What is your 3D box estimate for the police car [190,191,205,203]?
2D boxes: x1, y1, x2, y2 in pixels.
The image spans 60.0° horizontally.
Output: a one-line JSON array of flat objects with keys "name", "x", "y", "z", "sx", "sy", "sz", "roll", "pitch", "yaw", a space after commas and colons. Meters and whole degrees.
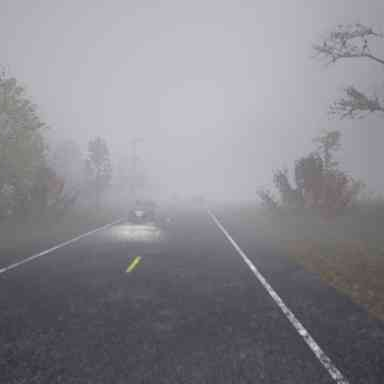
[{"name": "police car", "x": 1.035, "y": 0.978, "z": 54.543, "sx": 1.930, "sy": 1.638, "sz": 5.238, "roll": 0, "pitch": 1, "yaw": 0}]

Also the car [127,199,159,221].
[{"name": "car", "x": -3.605, "y": 1.298, "z": 25.159, "sx": 2.128, "sy": 1.511, "sz": 4.902, "roll": 0, "pitch": 0, "yaw": 0}]

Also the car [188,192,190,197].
[{"name": "car", "x": -0.022, "y": 0.584, "z": 87.888, "sx": 1.882, "sy": 1.535, "sz": 5.008, "roll": 0, "pitch": 1, "yaw": 0}]

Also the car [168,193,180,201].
[{"name": "car", "x": -3.526, "y": 0.951, "z": 65.856, "sx": 1.837, "sy": 1.490, "sz": 4.892, "roll": 0, "pitch": 1, "yaw": 0}]

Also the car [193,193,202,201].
[{"name": "car", "x": 1.033, "y": 0.916, "z": 64.624, "sx": 1.801, "sy": 1.575, "sz": 5.366, "roll": 0, "pitch": 1, "yaw": 0}]

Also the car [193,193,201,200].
[{"name": "car", "x": 1.032, "y": 0.932, "z": 70.435, "sx": 1.812, "sy": 1.442, "sz": 4.674, "roll": 0, "pitch": 1, "yaw": 0}]
